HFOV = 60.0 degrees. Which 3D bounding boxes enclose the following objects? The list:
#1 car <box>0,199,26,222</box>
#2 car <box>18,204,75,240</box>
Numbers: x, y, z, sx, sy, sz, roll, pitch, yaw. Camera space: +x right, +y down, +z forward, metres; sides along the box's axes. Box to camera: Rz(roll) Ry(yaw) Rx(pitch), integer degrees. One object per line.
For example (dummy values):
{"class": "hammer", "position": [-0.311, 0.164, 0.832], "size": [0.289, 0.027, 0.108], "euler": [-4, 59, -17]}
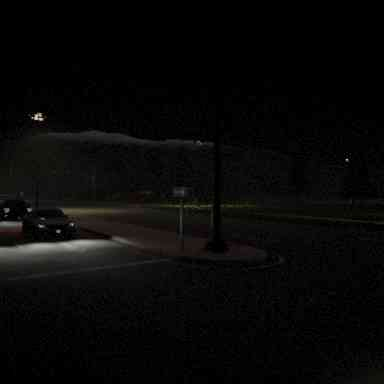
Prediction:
{"class": "car", "position": [-14.404, 1.388, 27.126], "size": [2.097, 1.767, 4.553], "euler": [1, 0, -35]}
{"class": "car", "position": [-7.594, 1.561, 17.424], "size": [1.812, 1.442, 4.674], "euler": [1, 0, -36]}
